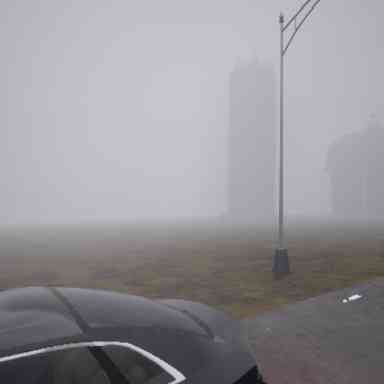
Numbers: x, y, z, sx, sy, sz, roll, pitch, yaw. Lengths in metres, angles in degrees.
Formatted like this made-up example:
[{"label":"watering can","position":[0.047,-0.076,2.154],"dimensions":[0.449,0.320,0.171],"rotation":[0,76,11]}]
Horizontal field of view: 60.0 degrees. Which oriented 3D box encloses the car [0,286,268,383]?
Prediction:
[{"label":"car","position":[-1.684,1.504,1.872],"dimensions":[4.892,1.490,1.837],"rotation":[0,0,-36]}]
